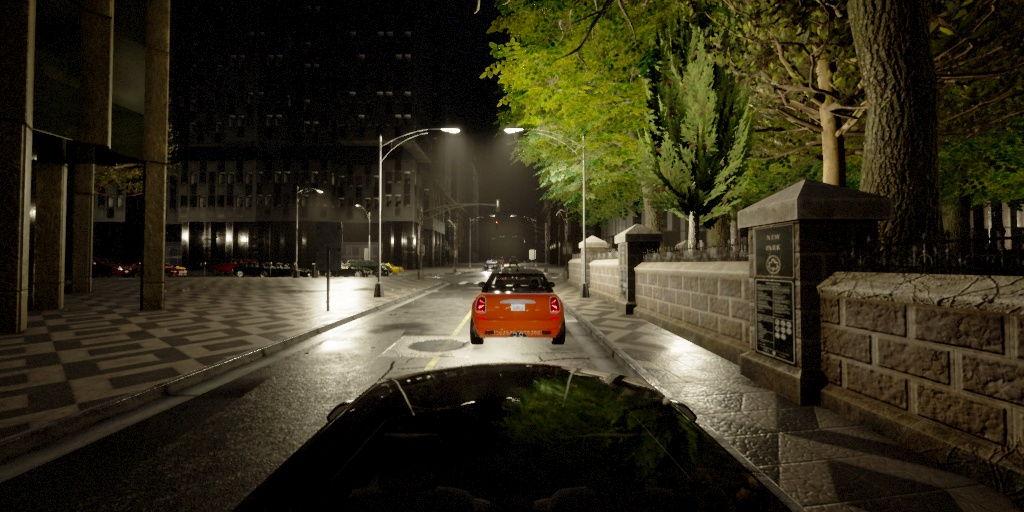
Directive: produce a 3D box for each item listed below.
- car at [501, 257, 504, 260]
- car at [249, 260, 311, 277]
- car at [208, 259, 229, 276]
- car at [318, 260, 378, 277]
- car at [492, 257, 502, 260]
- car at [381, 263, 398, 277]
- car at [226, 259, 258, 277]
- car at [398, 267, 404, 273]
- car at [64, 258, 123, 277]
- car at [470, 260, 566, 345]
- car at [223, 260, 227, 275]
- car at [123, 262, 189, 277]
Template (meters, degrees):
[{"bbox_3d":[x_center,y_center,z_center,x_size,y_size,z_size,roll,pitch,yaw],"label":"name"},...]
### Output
[{"bbox_3d":[-2.813,1.367,61.127,1.837,1.490,4.892,0,0,1],"label":"car"},{"bbox_3d":[-20.021,1.288,31.521,4.313,1.339,1.948,0,0,1],"label":"car"},{"bbox_3d":[-30.968,1.235,40.154,5.009,1.841,2.192,0,0,1],"label":"car"},{"bbox_3d":[-14.508,1.266,31.466,4.403,1.370,2.007,0,0,1],"label":"car"},{"bbox_3d":[-2.876,1.324,50.753,2.128,1.511,4.902,0,0,0],"label":"car"},{"bbox_3d":[-13.739,1.124,34.138,4.553,1.767,2.097,0,-1,0],"label":"car"},{"bbox_3d":[-23.884,1.290,34.238,4.892,1.490,1.837,0,-1,0],"label":"car"},{"bbox_3d":[-14.601,1.424,39.990,4.829,1.417,1.751,0,0,1],"label":"car"},{"bbox_3d":[-36.559,1.060,31.686,5.009,1.841,2.192,0,0,1],"label":"car"},{"bbox_3d":[0.129,1.107,9.689,2.097,1.767,4.553,0,0,0],"label":"car"},{"bbox_3d":[-26.924,1.383,37.470,4.674,1.442,1.812,0,-1,1],"label":"car"},{"bbox_3d":[-31.046,1.319,31.631,4.207,1.307,1.802,0,0,1],"label":"car"}]
